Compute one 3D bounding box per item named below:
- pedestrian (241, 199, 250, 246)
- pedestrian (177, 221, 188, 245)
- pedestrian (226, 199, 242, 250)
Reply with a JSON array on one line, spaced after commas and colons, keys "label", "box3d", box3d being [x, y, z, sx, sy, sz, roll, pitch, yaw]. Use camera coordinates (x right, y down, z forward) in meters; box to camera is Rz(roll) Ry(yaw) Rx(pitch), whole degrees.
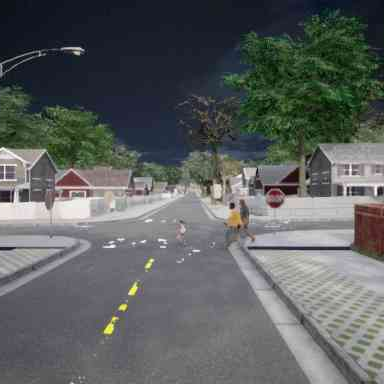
[{"label": "pedestrian", "box3d": [2.033, 1.135, 13.385, 0.375, 1.860, 0.375, 0, 0, 0]}, {"label": "pedestrian", "box3d": [-0.396, 1.671, 13.999, 0.500, 1.100, 0.500, 0, 0, 0]}, {"label": "pedestrian", "box3d": [1.607, 1.292, 12.786, 0.375, 1.860, 0.375, 0, 0, 0]}]
